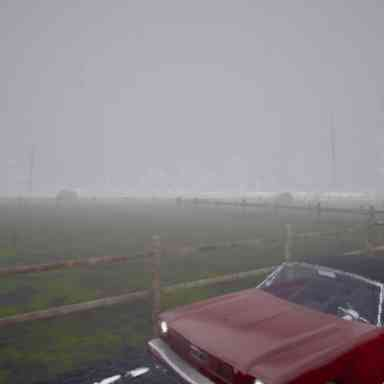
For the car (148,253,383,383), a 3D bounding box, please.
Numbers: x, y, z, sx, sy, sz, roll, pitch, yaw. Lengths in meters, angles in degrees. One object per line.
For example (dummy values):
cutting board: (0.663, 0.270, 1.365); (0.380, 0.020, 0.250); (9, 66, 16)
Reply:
car: (1.851, 1.606, 4.384); (4.718, 1.301, 1.895); (0, 0, -35)
